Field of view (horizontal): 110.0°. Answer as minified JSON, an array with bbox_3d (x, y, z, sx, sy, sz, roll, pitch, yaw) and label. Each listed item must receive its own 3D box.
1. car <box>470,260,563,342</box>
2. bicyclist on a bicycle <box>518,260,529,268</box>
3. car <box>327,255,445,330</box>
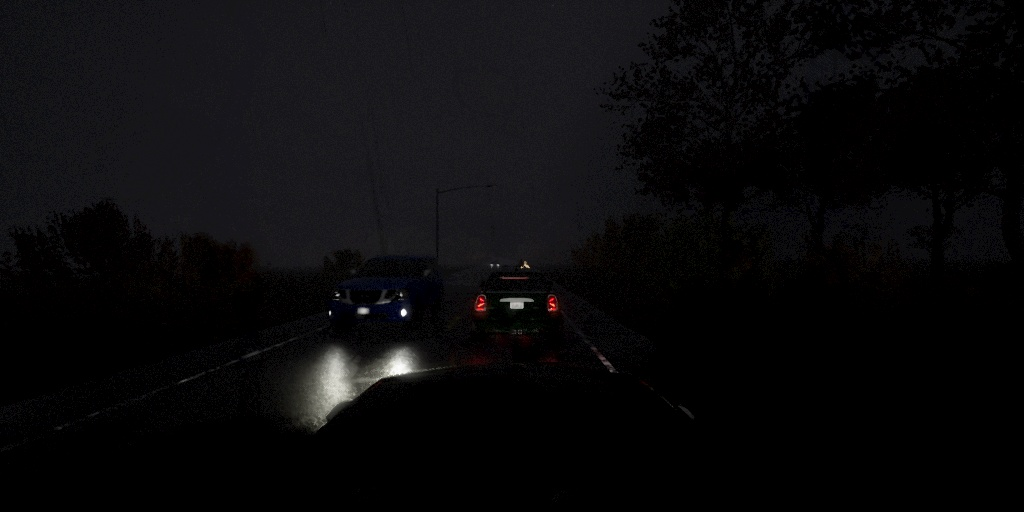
[{"bbox_3d":[0.106,1.099,9.944,2.097,1.767,4.553,0,0,0],"label":"car"},{"bbox_3d":[0.954,1.177,25.767,0.866,1.612,1.509,0,0,1],"label":"bicyclist on a bicycle"},{"bbox_3d":[-3.592,0.968,11.425,2.150,2.045,5.566,0,0,0],"label":"car"}]
